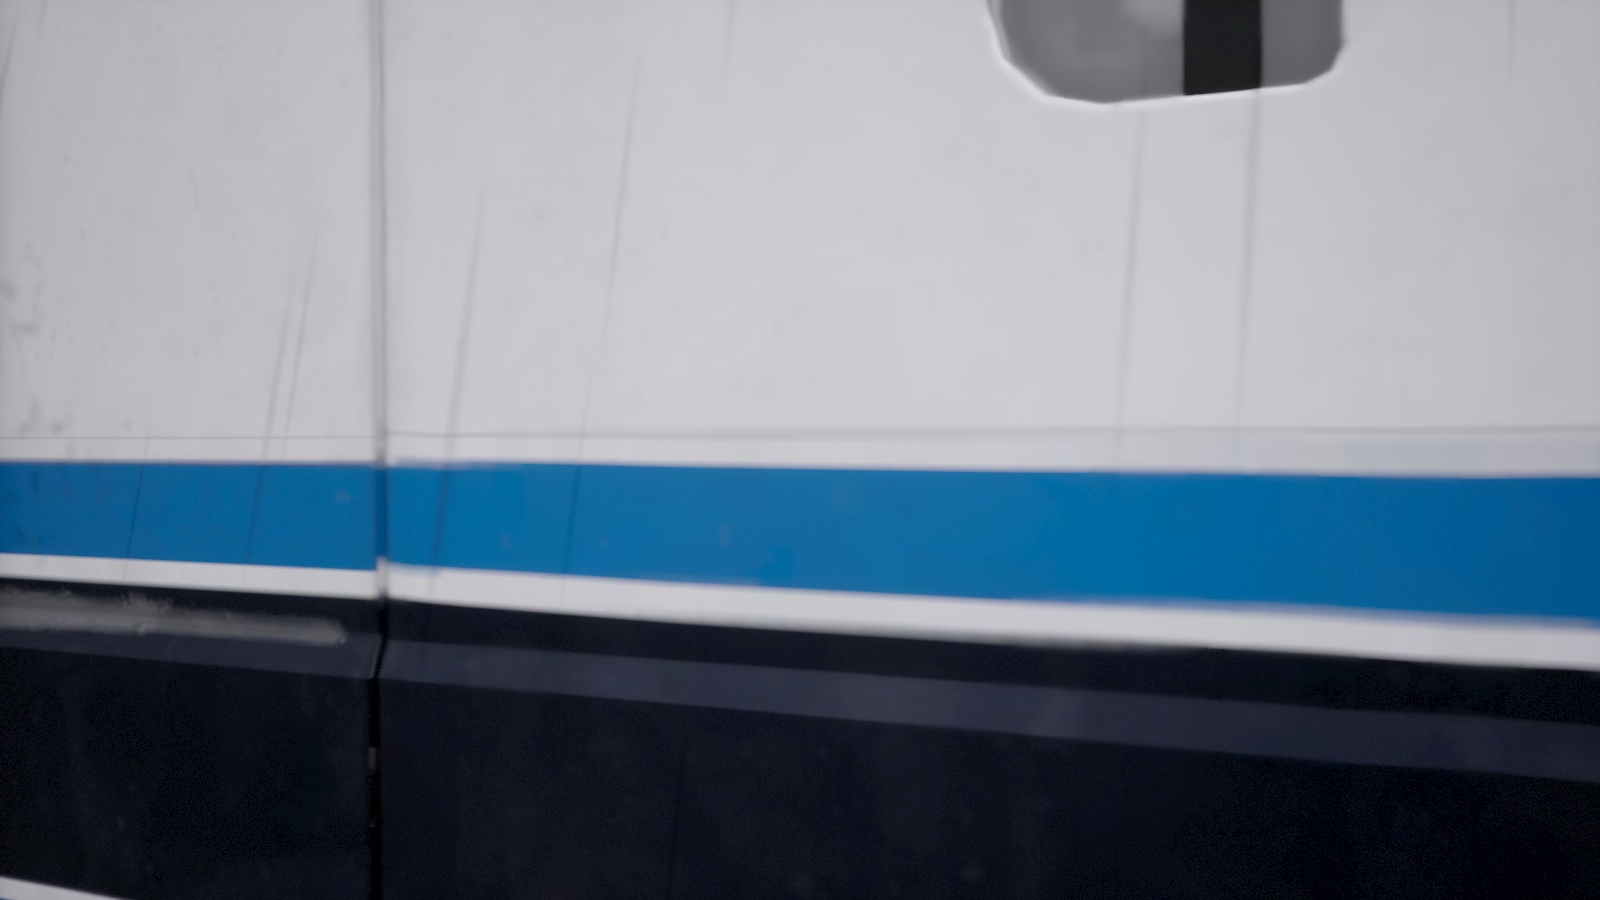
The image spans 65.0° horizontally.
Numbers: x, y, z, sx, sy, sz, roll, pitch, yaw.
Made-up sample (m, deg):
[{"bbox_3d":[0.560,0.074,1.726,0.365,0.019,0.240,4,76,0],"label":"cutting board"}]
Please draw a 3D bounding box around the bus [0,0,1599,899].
[{"bbox_3d":[-0.653,-0.603,3.333,10.273,4.253,3.944,1,1,22],"label":"bus"}]
